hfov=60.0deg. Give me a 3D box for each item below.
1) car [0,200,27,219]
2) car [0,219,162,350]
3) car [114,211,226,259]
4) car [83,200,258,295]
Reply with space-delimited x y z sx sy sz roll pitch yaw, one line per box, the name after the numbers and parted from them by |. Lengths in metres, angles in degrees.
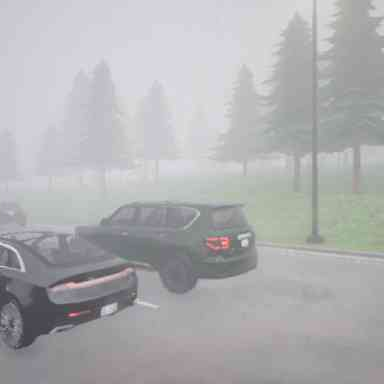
-12.923 1.385 21.922 4.553 1.767 2.097 0 0 36 | car
-3.173 1.501 6.276 4.902 1.511 2.128 0 0 36 | car
-0.947 1.579 13.298 4.181 1.385 1.994 0 0 36 | car
-0.987 1.232 9.014 5.566 2.045 2.150 0 0 36 | car
